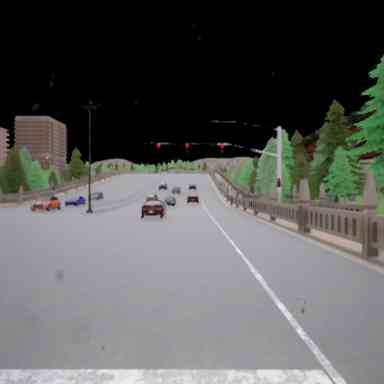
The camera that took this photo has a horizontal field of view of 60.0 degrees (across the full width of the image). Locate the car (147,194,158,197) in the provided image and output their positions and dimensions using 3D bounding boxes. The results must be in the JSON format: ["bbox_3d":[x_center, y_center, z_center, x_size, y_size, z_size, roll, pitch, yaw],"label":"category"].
[{"bbox_3d":[-6.859,1.008,56.894,1.812,1.442,4.674,0,4,0],"label":"car"}]

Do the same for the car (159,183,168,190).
[{"bbox_3d":[-6.820,-1.337,78.729,1.837,1.490,4.892,0,7,0],"label":"car"}]

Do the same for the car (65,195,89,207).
[{"bbox_3d":[-17.538,1.303,50.126,1.882,1.535,5.008,0,2,0],"label":"car"}]

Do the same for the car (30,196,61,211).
[{"bbox_3d":[-17.559,1.334,40.108,2.097,1.767,4.553,0,0,0],"label":"car"}]

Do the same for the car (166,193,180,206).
[{"bbox_3d":[-3.374,1.364,50.430,2.033,1.411,5.357,0,2,0],"label":"car"}]

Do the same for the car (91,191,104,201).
[{"bbox_3d":[-17.484,0.714,60.462,2.128,1.511,4.902,0,5,1],"label":"car"}]

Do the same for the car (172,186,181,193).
[{"bbox_3d":[-3.350,-0.493,72.357,2.033,1.411,5.357,0,7,0],"label":"car"}]

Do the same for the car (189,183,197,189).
[{"bbox_3d":[0.177,-1.285,78.273,1.837,1.490,4.892,0,7,0],"label":"car"}]

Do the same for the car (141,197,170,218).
[{"bbox_3d":[-3.387,1.470,30.139,1.882,1.535,5.008,0,0,0],"label":"car"}]

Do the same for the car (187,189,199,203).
[{"bbox_3d":[0.157,0.923,57.393,1.882,1.535,5.008,0,4,0],"label":"car"}]
